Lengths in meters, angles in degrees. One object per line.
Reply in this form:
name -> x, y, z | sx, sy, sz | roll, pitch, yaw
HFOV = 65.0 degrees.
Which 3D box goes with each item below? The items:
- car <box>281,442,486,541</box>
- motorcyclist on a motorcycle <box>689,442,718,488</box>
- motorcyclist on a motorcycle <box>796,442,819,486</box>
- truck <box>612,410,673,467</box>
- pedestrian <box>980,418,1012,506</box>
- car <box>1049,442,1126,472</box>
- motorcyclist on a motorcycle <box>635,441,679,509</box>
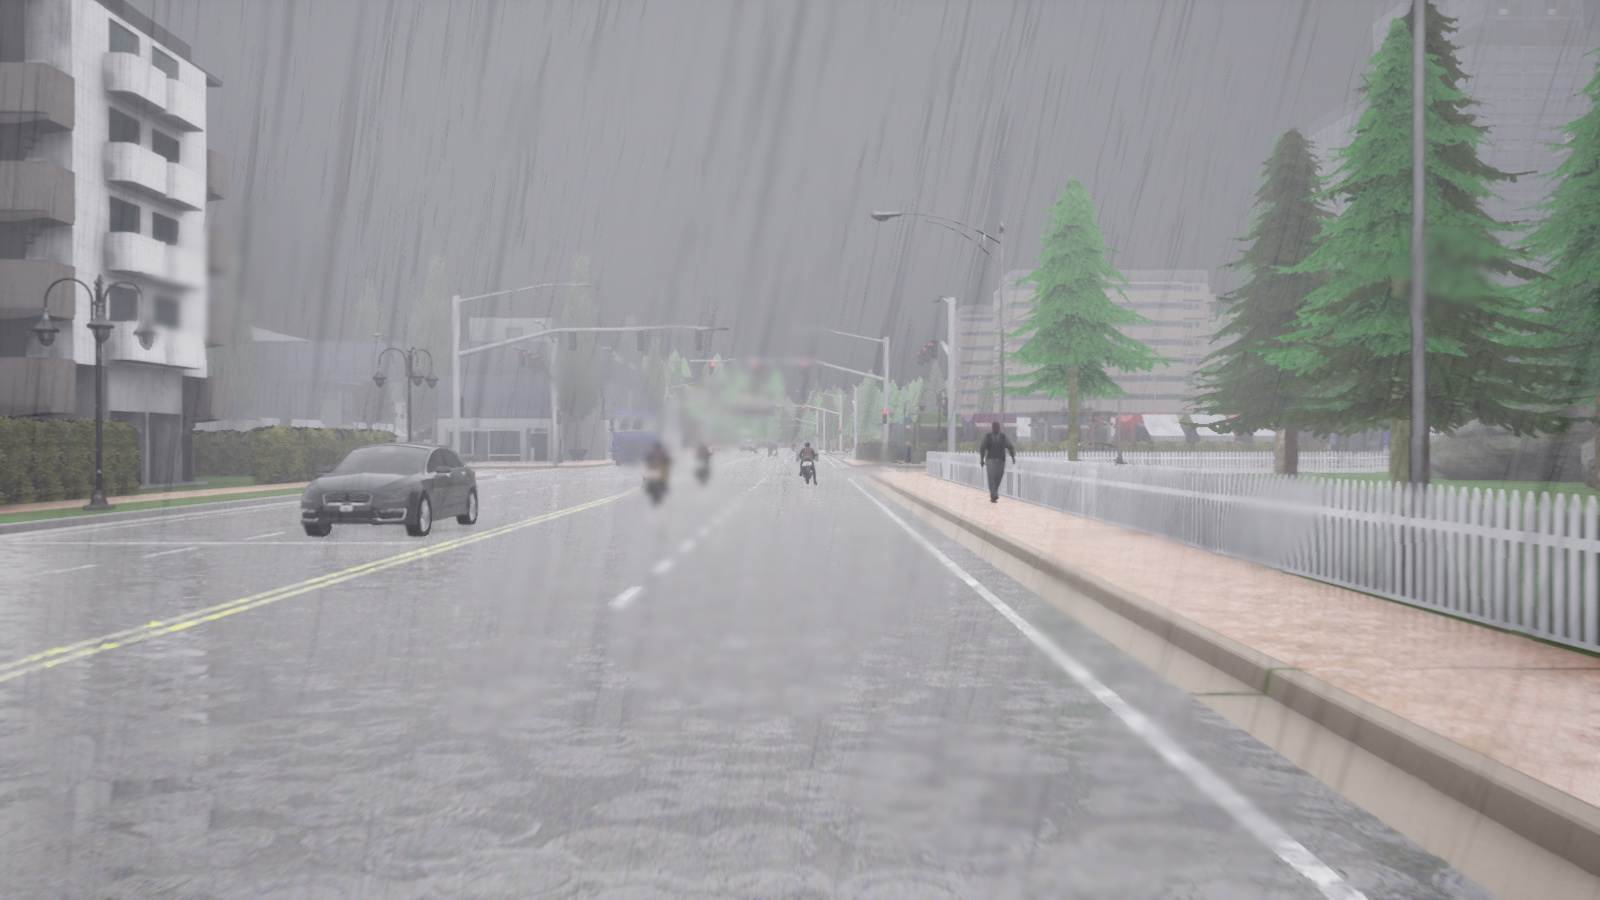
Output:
car -> -6.864, 0.627, 21.311 | 1.837, 1.490, 4.892 | 0, 0, 0
motorcyclist on a motorcycle -> -3.245, 0.487, 42.371 | 0.797, 1.523, 2.044 | 0, 0, 0
motorcyclist on a motorcycle -> 0.269, 0.477, 44.751 | 0.797, 1.523, 2.044 | 0, 0, 0
truck -> -10.028, -0.696, 80.611 | 2.891, 3.462, 7.936 | 0, 0, 0
pedestrian -> 4.231, 0.255, 27.194 | 0.563, 1.883, 0.849 | 0, 0, 1
car -> 15.413, 0.358, 67.386 | 3.705, 1.549, 1.789 | 0, 0, -1
motorcyclist on a motorcycle -> -3.318, 0.561, 29.331 | 0.797, 1.523, 2.044 | 0, 0, 0
